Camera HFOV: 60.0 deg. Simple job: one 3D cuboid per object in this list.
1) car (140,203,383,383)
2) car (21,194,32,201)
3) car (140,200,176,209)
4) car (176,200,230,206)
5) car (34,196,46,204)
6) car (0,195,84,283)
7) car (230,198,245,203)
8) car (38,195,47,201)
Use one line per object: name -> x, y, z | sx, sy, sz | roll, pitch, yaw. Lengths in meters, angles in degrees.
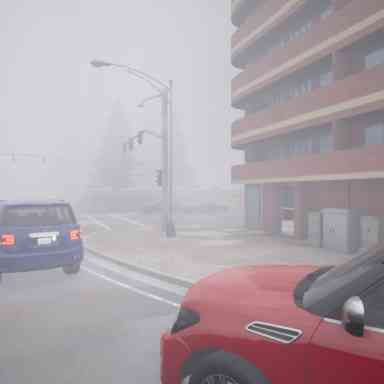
car -> 2.322, 1.221, 2.472 | 5.566, 2.045, 2.150 | 0, 0, 36
car -> -40.312, 1.355, 81.153 | 2.097, 1.767, 4.553 | 0, 0, -23
car -> -3.311, 1.581, 36.195 | 4.674, 1.442, 1.812 | 0, 0, -22
car -> 1.142, 1.656, 34.270 | 4.718, 1.301, 1.895 | 0, 0, -22
car -> -30.188, 1.543, 66.278 | 2.033, 1.411, 5.357 | 0, 0, -23
car -> -4.965, 1.221, 9.841 | 2.150, 2.045, 5.566 | 0, 0, -36
car -> 5.222, 1.533, 39.747 | 5.008, 1.535, 1.882 | 0, 0, -22
car -> -37.135, 1.478, 82.625 | 1.882, 1.535, 5.008 | 0, 0, -23
